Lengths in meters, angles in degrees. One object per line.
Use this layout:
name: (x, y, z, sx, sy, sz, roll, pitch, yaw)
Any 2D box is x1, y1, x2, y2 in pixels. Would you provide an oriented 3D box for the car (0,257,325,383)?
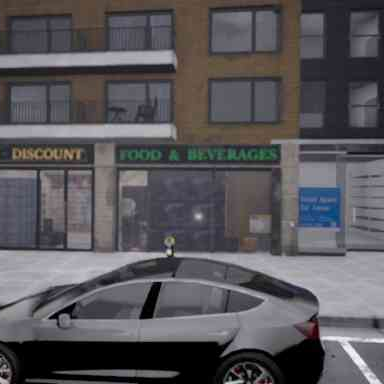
car: (-0.605, 1.565, 4.221, 4.313, 1.339, 1.947, 0, 1, 6)
